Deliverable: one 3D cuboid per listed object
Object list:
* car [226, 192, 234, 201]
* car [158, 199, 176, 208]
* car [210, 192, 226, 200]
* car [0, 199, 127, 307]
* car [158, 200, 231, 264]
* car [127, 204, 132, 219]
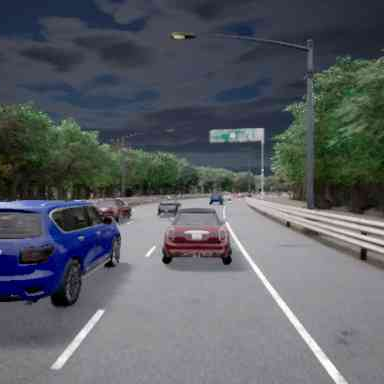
[{"bbox_3d":[8.891,1.122,85.094,2.150,2.045,5.566,0,0,12],"label":"car"},{"bbox_3d":[-2.077,1.456,32.229,2.128,1.511,4.902,0,0,5],"label":"car"},{"bbox_3d":[4.511,1.158,60.031,2.150,2.045,5.566,0,0,8],"label":"car"},{"bbox_3d":[-3.348,1.208,8.078,2.150,2.045,5.566,0,0,1],"label":"car"},{"bbox_3d":[0.212,1.342,12.021,2.097,1.767,4.553,0,0,2],"label":"car"},{"bbox_3d":[-6.050,1.314,25.442,2.097,1.767,4.553,0,0,4],"label":"car"}]
